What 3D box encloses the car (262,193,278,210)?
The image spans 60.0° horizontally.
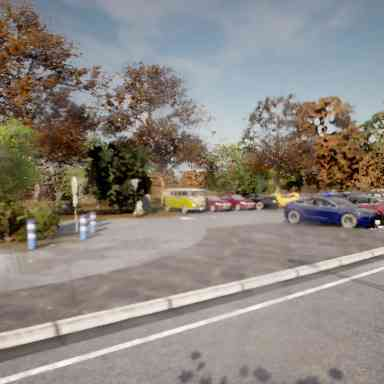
[{"bbox_3d":[6.200,0.910,32.356,2.163,1.488,4.792,0,0,-35],"label":"car"}]

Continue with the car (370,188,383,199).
[{"bbox_3d":[28.961,0.166,48.242,2.097,1.535,5.008,-3,2,-35],"label":"car"}]

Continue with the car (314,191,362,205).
[{"bbox_3d":[17.547,0.640,40.249,2.097,1.535,5.008,-2,1,-35],"label":"car"}]

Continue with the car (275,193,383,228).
[{"bbox_3d":[6.936,0.958,16.840,2.163,1.488,4.792,0,0,-35],"label":"car"}]

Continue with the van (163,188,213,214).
[{"bbox_3d":[-0.572,0.697,27.432,1.878,1.987,4.442,0,1,-35],"label":"van"}]

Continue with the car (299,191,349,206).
[{"bbox_3d":[15.261,0.709,38.651,2.097,1.535,5.008,-2,1,-35],"label":"car"}]

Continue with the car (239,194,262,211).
[{"bbox_3d":[3.828,0.939,30.666,2.002,1.452,4.674,0,0,-35],"label":"car"}]

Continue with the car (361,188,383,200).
[{"bbox_3d":[26.786,0.276,46.489,1.946,1.575,5.366,-3,2,-35],"label":"car"}]

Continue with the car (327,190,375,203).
[{"bbox_3d":[19.938,0.560,41.920,2.231,1.521,4.892,-2,1,-35],"label":"car"}]

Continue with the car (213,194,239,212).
[{"bbox_3d":[1.546,0.951,29.070,2.002,1.452,4.674,0,0,-35],"label":"car"}]

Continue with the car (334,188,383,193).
[{"bbox_3d":[11.466,0.781,20.081,2.185,1.767,4.553,0,0,-35],"label":"car"}]
